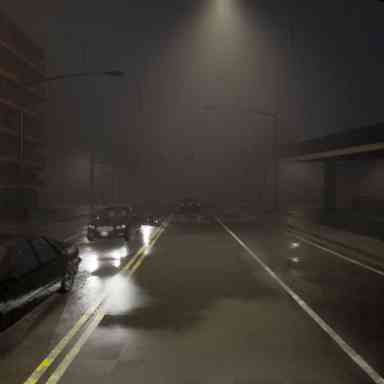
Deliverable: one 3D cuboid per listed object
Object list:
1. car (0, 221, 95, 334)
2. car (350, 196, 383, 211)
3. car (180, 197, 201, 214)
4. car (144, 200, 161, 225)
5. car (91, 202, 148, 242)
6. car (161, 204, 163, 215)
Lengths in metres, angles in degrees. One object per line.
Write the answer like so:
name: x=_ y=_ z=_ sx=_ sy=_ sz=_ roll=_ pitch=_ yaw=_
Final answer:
car: x=-3.634 y=1.544 z=6.088 sx=2.033 sy=1.411 sz=5.357 roll=0 pitch=0 yaw=0
car: x=20.051 y=1.274 z=36.676 sx=4.611 sy=1.667 sz=2.242 roll=0 pitch=0 yaw=1
car: x=-0.132 y=1.332 z=35.091 sx=2.097 sy=1.767 sz=4.553 roll=0 pitch=0 yaw=0
car: x=-3.644 y=1.550 z=24.050 sx=1.994 sy=1.385 sz=4.181 roll=0 pitch=0 yaw=0
car: x=-3.694 y=1.483 z=16.399 sx=2.128 sy=1.511 sz=4.902 roll=0 pitch=0 yaw=0
car: x=-3.728 y=1.474 z=30.347 sx=2.128 sy=1.511 sz=4.902 roll=0 pitch=0 yaw=0
